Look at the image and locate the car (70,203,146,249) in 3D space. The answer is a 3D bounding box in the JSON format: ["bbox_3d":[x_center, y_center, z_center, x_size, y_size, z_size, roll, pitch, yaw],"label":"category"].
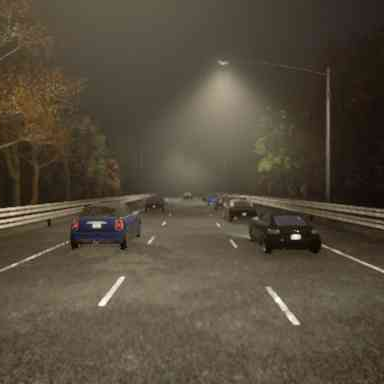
[{"bbox_3d":[-3.443,1.235,14.105,2.097,1.767,4.553,0,0,0],"label":"car"}]

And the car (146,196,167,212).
[{"bbox_3d":[-3.625,1.194,34.066,1.882,1.535,5.008,0,0,-1],"label":"car"}]

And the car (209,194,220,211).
[{"bbox_3d":[3.267,1.200,35.215,2.128,1.511,4.902,0,0,-1],"label":"car"}]

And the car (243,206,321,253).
[{"bbox_3d":[3.469,1.454,13.142,1.994,1.385,4.181,0,0,0],"label":"car"}]

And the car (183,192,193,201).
[{"bbox_3d":[-0.825,0.929,66.098,2.128,1.511,4.902,0,1,-2],"label":"car"}]

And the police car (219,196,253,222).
[{"bbox_3d":[3.390,1.224,24.288,1.930,1.638,5.238,0,0,-1],"label":"police car"}]

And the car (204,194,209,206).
[{"bbox_3d":[3.094,1.091,46.250,1.882,1.535,5.008,0,0,-1],"label":"car"}]

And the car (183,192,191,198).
[{"bbox_3d":[-1.267,0.720,81.970,1.994,1.385,4.181,0,1,-2],"label":"car"}]

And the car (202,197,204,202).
[{"bbox_3d":[2.875,1.021,57.315,2.163,1.488,4.792,0,1,-1],"label":"car"}]
